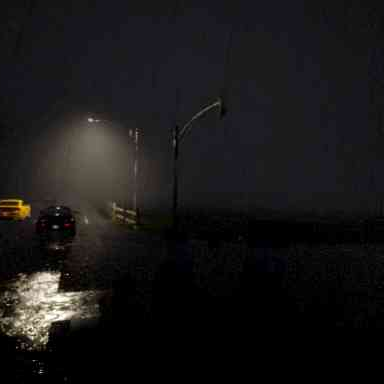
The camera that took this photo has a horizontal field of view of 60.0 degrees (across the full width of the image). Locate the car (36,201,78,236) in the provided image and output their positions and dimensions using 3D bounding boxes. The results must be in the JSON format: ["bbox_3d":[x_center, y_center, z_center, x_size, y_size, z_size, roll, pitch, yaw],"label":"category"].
[{"bbox_3d":[-7.249,1.462,18.048,1.812,1.442,4.674,2,0,-19],"label":"car"}]

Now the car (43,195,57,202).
[{"bbox_3d":[-23.657,1.260,55.557,1.837,1.490,4.892,2,-1,-19],"label":"car"}]

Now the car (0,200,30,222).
[{"bbox_3d":[-13.004,1.303,24.135,1.882,1.535,5.008,2,0,-19],"label":"car"}]
